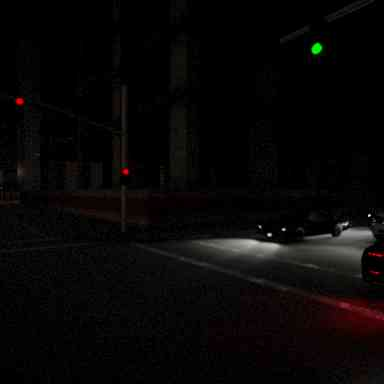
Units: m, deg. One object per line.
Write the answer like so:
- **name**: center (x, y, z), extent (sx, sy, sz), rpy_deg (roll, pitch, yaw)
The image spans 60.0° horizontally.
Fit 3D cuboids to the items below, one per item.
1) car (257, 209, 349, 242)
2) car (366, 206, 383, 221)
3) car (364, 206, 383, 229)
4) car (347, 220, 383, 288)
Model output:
- **car**: center (5.680, 1.541, 16.496), extent (5.357, 1.411, 2.033), rpy_deg (0, 0, -35)
- **car**: center (10.657, 1.210, 15.700), extent (5.566, 2.045, 2.150), rpy_deg (0, 0, -37)
- **car**: center (13.560, 1.596, 21.960), extent (4.718, 1.301, 1.895), rpy_deg (0, 0, -35)
- **car**: center (5.973, 1.484, 7.929), extent (4.892, 1.490, 1.837), rpy_deg (0, 0, -35)
